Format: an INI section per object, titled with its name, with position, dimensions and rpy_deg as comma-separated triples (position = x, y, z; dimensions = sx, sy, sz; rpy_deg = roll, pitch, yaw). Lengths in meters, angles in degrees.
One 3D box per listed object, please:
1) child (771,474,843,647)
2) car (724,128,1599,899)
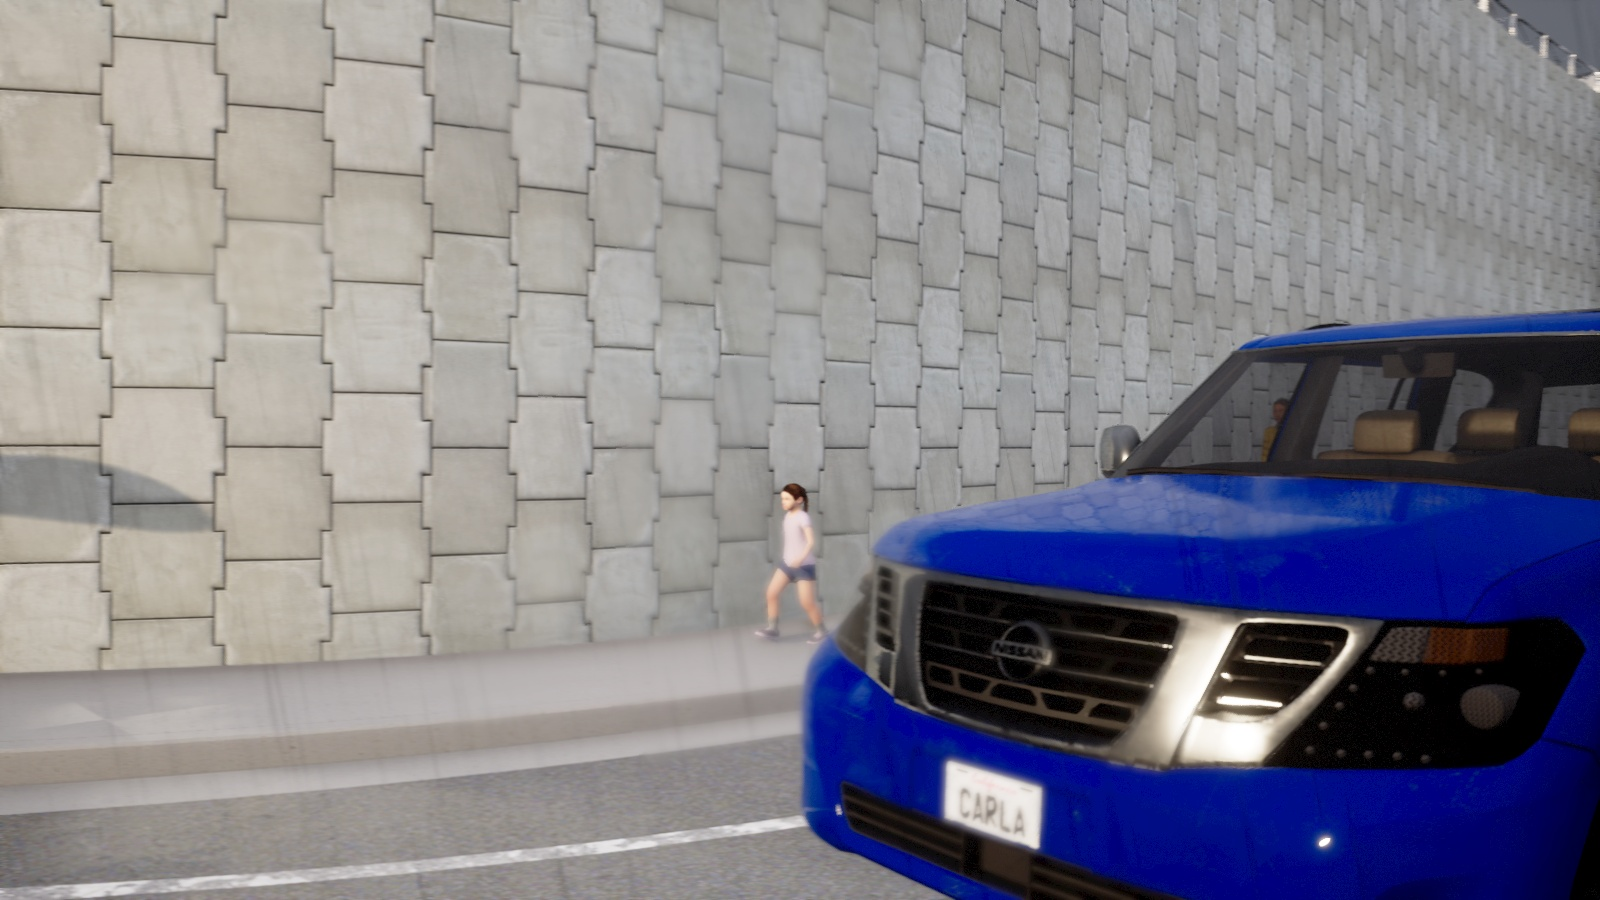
[child]
position = 0.049, 0.722, 8.393
dimensions = 0.394, 1.110, 0.255
rpy_deg = -1, 1, -40
[car]
position = 2.619, 0.424, 4.720
dimensions = 5.566, 2.045, 2.150
rpy_deg = -1, 1, -39
